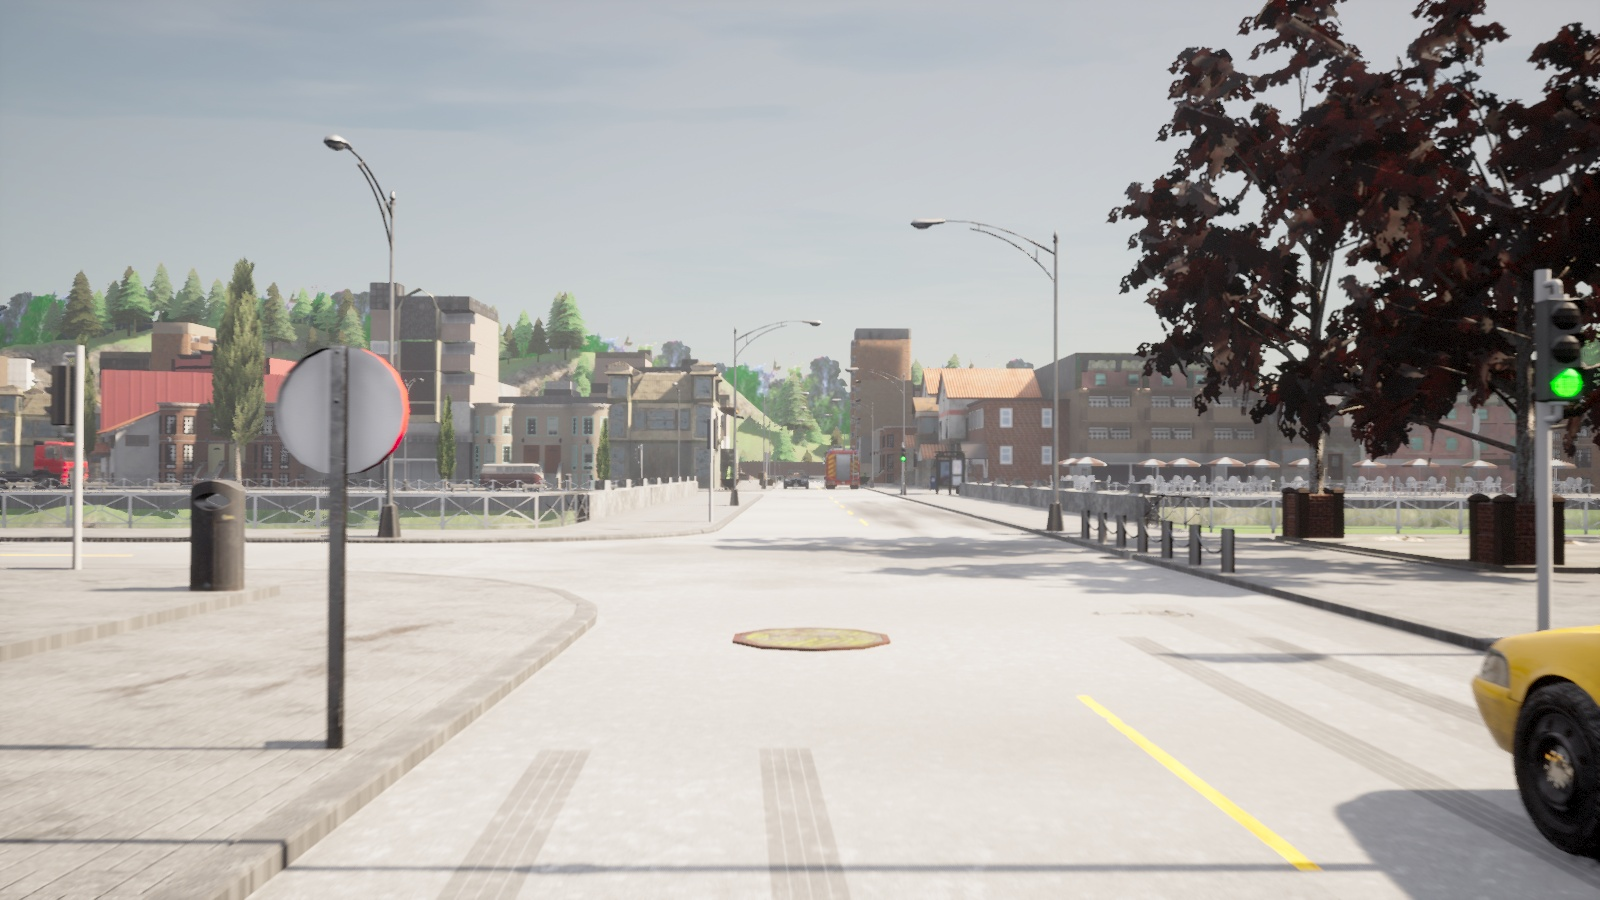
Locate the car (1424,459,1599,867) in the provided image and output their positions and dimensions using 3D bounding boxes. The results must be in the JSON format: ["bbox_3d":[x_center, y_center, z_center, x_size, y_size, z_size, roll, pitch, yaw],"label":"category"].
[{"bbox_3d":[3.988,0.795,3.526,1.801,1.575,5.366,0,-1,0],"label":"car"}]

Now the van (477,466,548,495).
[{"bbox_3d":[-19.715,2.089,86.223,4.442,1.987,1.775,0,-1,0],"label":"van"}]
